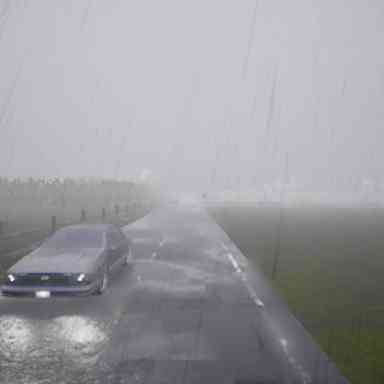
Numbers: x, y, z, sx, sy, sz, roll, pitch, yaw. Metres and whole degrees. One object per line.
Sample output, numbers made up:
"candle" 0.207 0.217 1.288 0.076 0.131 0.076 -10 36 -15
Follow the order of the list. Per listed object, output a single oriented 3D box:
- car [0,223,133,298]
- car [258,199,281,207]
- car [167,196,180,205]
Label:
"car" -2.852 1.592 9.037 2.033 1.411 5.357 0 0 0
"car" 14.062 1.945 60.497 4.181 1.385 1.994 0 -1 1
"car" -2.749 1.361 50.038 1.882 1.535 5.008 0 0 0
